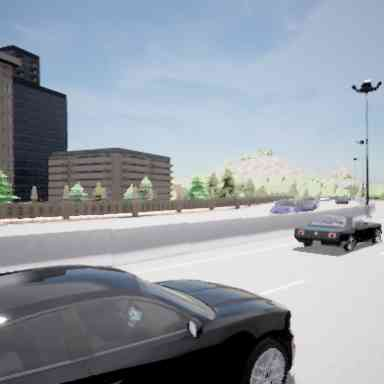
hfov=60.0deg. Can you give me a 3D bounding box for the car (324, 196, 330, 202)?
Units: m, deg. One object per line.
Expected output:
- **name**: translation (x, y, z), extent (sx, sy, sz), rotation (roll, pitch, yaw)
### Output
- **car**: translation (31.834, 1.612, 79.212), extent (1.812, 1.442, 4.674), rotation (-1, 0, 24)

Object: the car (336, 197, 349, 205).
- **car**: translation (27.111, 1.598, 59.892), extent (1.994, 1.385, 4.181), rotation (-1, 0, 24)

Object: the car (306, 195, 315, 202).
- **car**: translation (29.276, 1.598, 82.084), extent (1.882, 1.535, 5.008), rotation (-1, 0, 24)

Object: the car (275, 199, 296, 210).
- **car**: translation (13.109, 1.646, 46.421), extent (1.994, 1.385, 4.181), rotation (-1, 0, 28)

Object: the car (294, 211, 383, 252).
- **car**: translation (6.263, 1.592, 13.901), extent (4.718, 1.301, 1.895), rotation (0, 0, -43)

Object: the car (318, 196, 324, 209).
- **car**: translation (15.335, 1.399, 43.165), extent (2.097, 1.767, 4.553), rotation (-1, 0, 28)

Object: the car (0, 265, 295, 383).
- **car**: translation (-1.064, 1.487, 3.198), extent (5.008, 1.535, 1.882), rotation (0, 0, -36)

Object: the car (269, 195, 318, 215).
- **car**: translation (7.833, 1.370, 26.111), extent (2.097, 1.767, 4.553), rotation (0, 0, 39)
